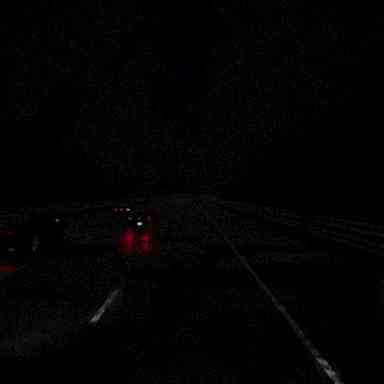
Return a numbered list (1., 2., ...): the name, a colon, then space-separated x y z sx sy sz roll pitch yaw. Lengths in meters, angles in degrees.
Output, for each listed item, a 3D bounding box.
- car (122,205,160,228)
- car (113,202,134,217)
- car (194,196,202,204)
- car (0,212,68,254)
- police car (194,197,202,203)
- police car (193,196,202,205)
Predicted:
1. car: -3.397 1.779 23.846 1.895 1.301 4.718 0 0 0
2. car: -6.895 1.810 35.127 2.033 1.411 5.357 0 0 0
3. car: 1.495 1.985 84.274 2.097 1.767 4.553 0 0 2
4. car: -6.898 1.584 14.040 1.882 1.535 5.008 0 0 0
5. police car: 1.675 2.106 90.365 1.930 1.638 5.238 0 0 2
6. police car: 1.272 1.984 74.492 1.930 1.638 5.238 0 0 1
